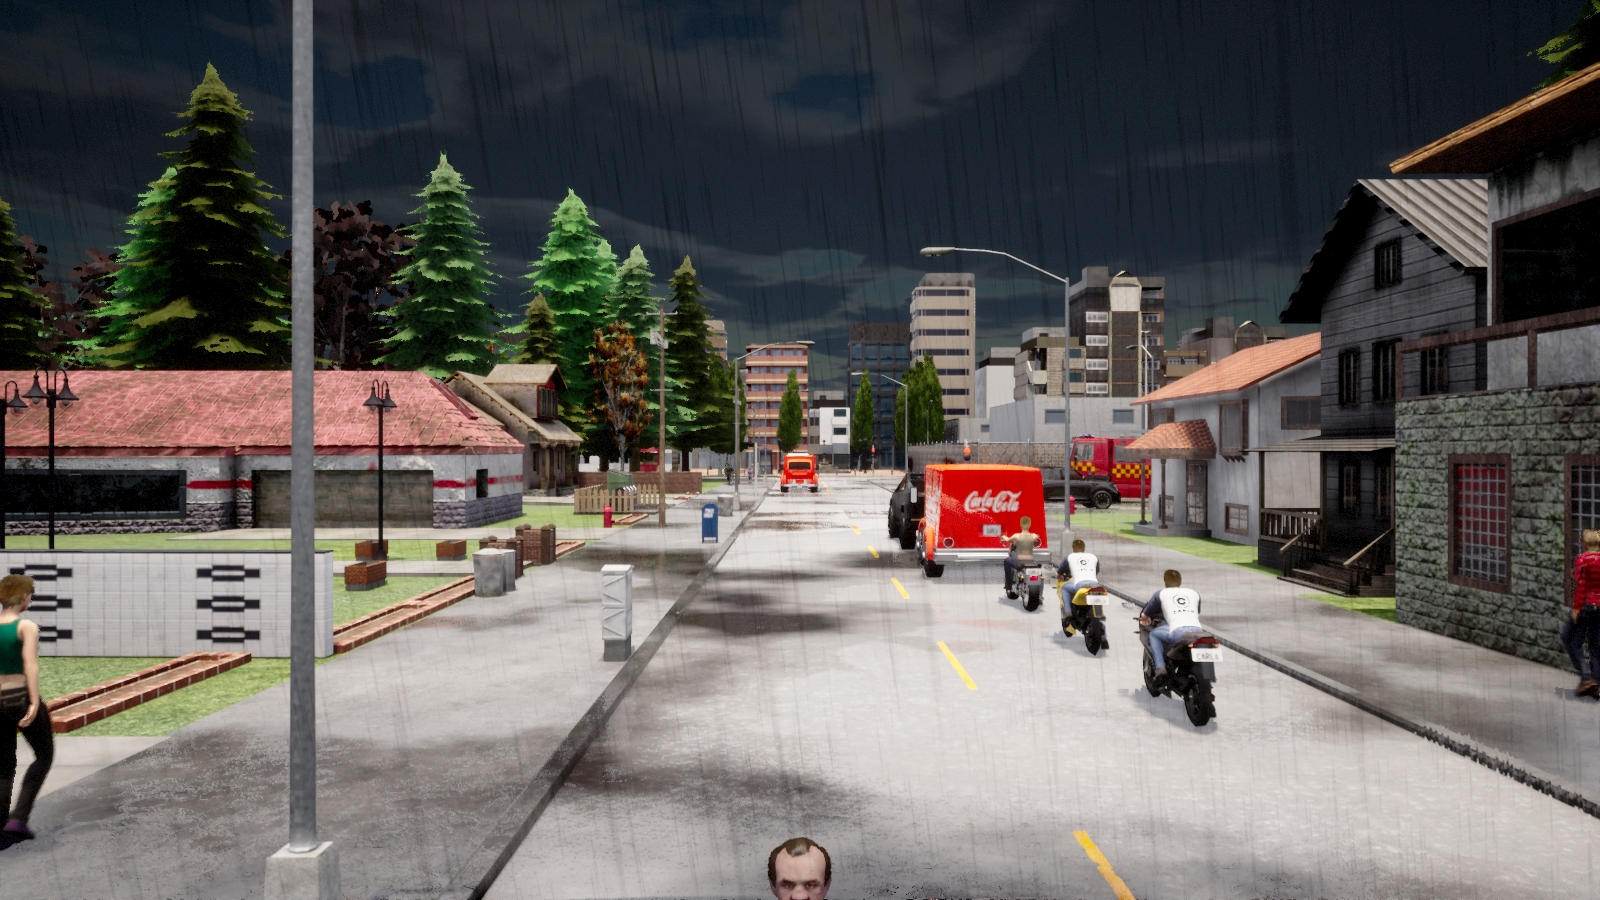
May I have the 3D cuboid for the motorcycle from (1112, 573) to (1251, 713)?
[{"bbox_3d":[3.998,1.991,12.165,0.803,1.145,2.033,0,0,0],"label":"motorcycle"}]

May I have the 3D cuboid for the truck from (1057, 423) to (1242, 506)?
[{"bbox_3d":[17.583,0.674,57.607,8.468,3.827,2.891,2,0,26],"label":"truck"}]

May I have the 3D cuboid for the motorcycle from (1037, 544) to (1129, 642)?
[{"bbox_3d":[3.995,1.991,16.281,0.803,1.145,2.033,0,0,0],"label":"motorcycle"}]

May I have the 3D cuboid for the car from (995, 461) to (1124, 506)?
[{"bbox_3d":[12.232,1.553,54.043,5.566,2.045,2.150,0,0,-3],"label":"car"}]

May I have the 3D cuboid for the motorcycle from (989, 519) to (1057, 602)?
[{"bbox_3d":[3.997,1.947,20.617,0.764,1.277,2.356,0,0,0],"label":"motorcycle"}]

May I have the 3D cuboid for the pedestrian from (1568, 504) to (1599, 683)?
[{"bbox_3d":[8.526,1.521,12.224,0.375,1.860,0.375,0,0,2],"label":"pedestrian"}]

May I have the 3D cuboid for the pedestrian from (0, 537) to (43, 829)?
[{"bbox_3d":[-5.330,1.522,7.579,0.375,1.860,0.375,0,0,0],"label":"pedestrian"}]

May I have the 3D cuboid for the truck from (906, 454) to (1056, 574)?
[{"bbox_3d":[3.997,1.345,26.329,2.627,2.467,5.204,0,0,0],"label":"truck"}]

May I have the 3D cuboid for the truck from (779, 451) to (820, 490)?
[{"bbox_3d":[-0.047,1.356,75.568,2.627,2.467,5.204,0,-1,0],"label":"truck"}]

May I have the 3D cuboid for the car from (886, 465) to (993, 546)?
[{"bbox_3d":[3.988,1.529,33.883,2.390,2.098,6.274,0,0,0],"label":"car"}]
